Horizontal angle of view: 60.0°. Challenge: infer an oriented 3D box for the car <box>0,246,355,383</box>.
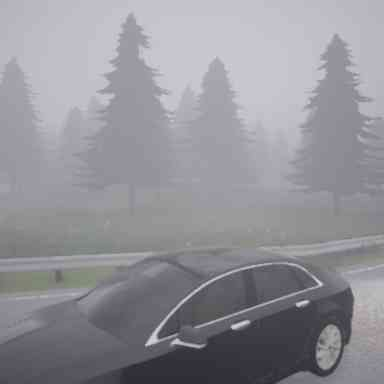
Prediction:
[{"bbox_3d":[0.017,1.501,3.974,4.892,1.490,1.837,0,0,-35],"label":"car"}]
